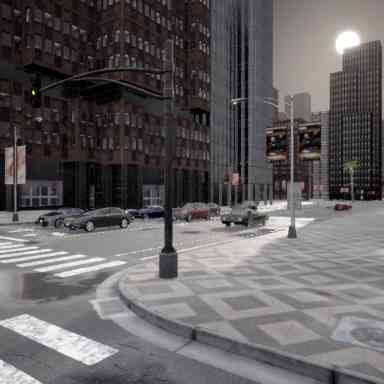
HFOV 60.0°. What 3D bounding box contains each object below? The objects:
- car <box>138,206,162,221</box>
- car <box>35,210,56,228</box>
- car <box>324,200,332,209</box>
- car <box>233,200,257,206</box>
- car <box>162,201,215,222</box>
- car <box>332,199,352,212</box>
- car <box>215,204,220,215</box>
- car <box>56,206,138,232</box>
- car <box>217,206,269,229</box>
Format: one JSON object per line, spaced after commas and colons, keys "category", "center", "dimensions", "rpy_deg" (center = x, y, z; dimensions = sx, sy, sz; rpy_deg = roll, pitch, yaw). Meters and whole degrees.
{"category": "car", "center": [-3.879, 1.957, 31.037], "dimensions": [1.895, 1.301, 4.718], "rpy_deg": [0, -1, 35]}
{"category": "car", "center": [-8.928, 1.794, 23.882], "dimensions": [1.994, 1.385, 4.181], "rpy_deg": [0, -1, 35]}
{"category": "car", "center": [26.787, 2.616, 62.836], "dimensions": [1.895, 1.301, 4.718], "rpy_deg": [0, -1, 35]}
{"category": "car", "center": [7.455, 1.995, 47.010], "dimensions": [2.097, 1.767, 4.553], "rpy_deg": [0, -1, 37]}
{"category": "car", "center": [-0.210, 1.738, 30.585], "dimensions": [2.097, 1.767, 4.553], "rpy_deg": [0, -1, 35]}
{"category": "car", "center": [24.865, 2.375, 54.480], "dimensions": [1.882, 1.535, 5.008], "rpy_deg": [0, -1, 35]}
{"category": "car", "center": [1.539, 1.998, 38.692], "dimensions": [1.837, 1.490, 4.892], "rpy_deg": [0, -1, 35]}
{"category": "car", "center": [-6.158, 1.742, 22.173], "dimensions": [1.837, 1.490, 4.892], "rpy_deg": [0, -1, 35]}
{"category": "car", "center": [4.114, 1.966, 25.102], "dimensions": [1.895, 1.301, 4.718], "rpy_deg": [0, -1, 35]}
